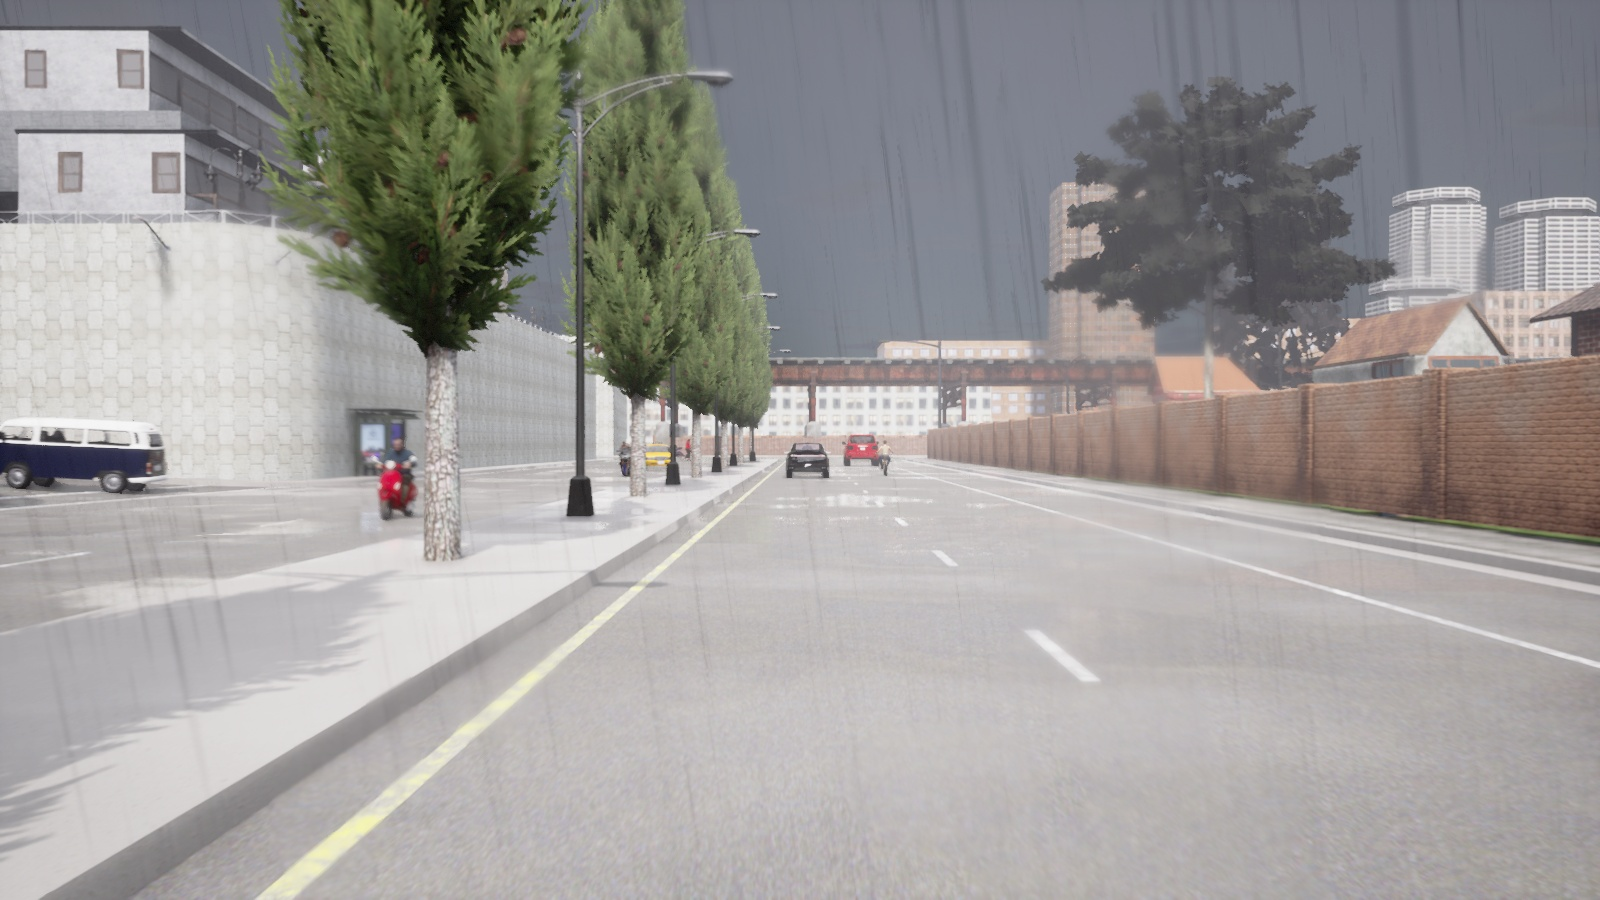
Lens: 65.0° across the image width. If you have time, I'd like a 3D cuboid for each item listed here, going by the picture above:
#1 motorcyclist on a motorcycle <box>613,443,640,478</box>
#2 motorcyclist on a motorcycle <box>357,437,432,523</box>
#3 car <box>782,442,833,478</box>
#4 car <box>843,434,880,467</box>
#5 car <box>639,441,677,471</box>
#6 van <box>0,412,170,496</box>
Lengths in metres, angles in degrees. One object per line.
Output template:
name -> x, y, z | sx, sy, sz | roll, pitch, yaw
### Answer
motorcyclist on a motorcycle -> -7.668, 0.462, 55.647 | 0.866, 1.530, 2.191 | 0, 0, 0
motorcyclist on a motorcycle -> -7.846, 0.556, 24.396 | 0.866, 1.590, 1.817 | 0, 0, 0
car -> 0.327, 0.394, 54.792 | 2.128, 1.511, 4.902 | 0, 0, 0
car -> 3.983, 0.006, 82.124 | 2.150, 2.045, 5.566 | 0, 0, 0
car -> -7.846, 0.290, 69.070 | 1.801, 1.575, 5.366 | 0, 0, -10
van -> -20.535, 0.089, 35.367 | 4.480, 2.038, 2.069 | 4, 1, -8
